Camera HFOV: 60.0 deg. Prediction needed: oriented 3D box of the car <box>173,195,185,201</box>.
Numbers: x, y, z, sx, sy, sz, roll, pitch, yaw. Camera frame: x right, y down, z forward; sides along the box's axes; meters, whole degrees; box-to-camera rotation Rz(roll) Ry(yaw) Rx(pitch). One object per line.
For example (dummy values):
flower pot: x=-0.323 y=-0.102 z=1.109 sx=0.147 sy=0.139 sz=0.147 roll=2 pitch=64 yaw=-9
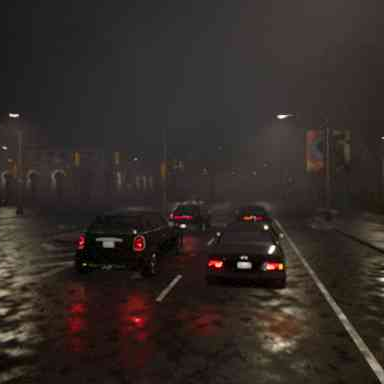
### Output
car: x=-3.156 y=1.484 z=81.364 sx=1.895 sy=1.301 sz=4.718 roll=0 pitch=0 yaw=11

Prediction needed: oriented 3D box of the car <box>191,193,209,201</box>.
car: x=1.794 y=1.441 z=71.381 sx=2.033 sy=1.411 sz=5.357 roll=0 pitch=0 yaw=11

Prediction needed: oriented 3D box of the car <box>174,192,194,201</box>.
car: x=-1.652 y=1.127 z=71.996 sx=2.150 sy=2.045 sz=5.566 roll=0 pitch=0 yaw=11

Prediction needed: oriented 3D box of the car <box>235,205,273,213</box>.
car: x=3.474 y=1.478 z=18.779 sx=1.837 sy=1.490 sz=4.892 roll=0 pitch=0 yaw=11

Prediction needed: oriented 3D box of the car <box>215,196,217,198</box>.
car: x=5.583 y=1.425 z=91.052 sx=1.994 sy=1.385 sz=4.181 roll=0 pitch=0 yaw=11

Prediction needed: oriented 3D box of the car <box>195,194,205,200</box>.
car: x=2.212 y=1.412 z=92.053 sx=2.033 sy=1.411 sz=5.357 roll=0 pitch=0 yaw=11

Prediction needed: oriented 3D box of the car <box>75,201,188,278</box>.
car: x=-1.696 y=1.338 z=10.452 sx=2.097 sy=1.767 sz=4.553 roll=0 pitch=0 yaw=11

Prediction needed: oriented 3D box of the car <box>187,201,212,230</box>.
car: x=0.006 y=1.478 z=19.296 sx=1.837 sy=1.490 sz=4.892 roll=0 pitch=0 yaw=11

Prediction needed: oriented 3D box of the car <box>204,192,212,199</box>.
car: x=3.696 y=1.112 z=81.256 sx=2.150 sy=2.045 sz=5.566 roll=0 pitch=0 yaw=11

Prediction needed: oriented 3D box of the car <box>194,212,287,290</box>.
car: x=1.565 y=1.534 z=9.231 sx=2.033 sy=1.411 sz=5.357 roll=0 pitch=0 yaw=12

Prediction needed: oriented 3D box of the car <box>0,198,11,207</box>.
car: x=-28.941 y=1.448 z=48.519 sx=4.892 sy=1.490 sz=1.837 roll=0 pitch=0 yaw=11
